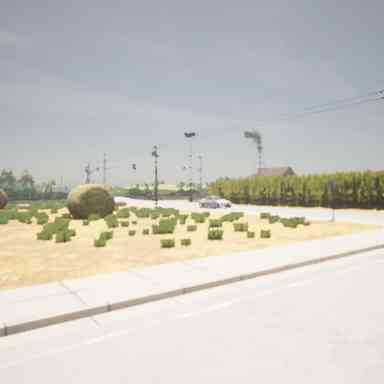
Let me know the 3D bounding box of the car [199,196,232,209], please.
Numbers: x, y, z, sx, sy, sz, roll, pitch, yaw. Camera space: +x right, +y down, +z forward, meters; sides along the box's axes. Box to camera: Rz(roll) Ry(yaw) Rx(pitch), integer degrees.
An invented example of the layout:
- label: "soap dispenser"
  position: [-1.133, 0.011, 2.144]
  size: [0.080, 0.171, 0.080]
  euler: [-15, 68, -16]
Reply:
- label: "car"
  position: [2.658, 1.191, 38.767]
  size: [1.812, 1.442, 4.674]
  euler: [-1, 1, -35]

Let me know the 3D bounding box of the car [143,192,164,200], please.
- label: "car"
  position: [-6.020, 0.798, 51.624]
  size: [1.812, 1.442, 4.674]
  euler: [-1, 1, -33]
